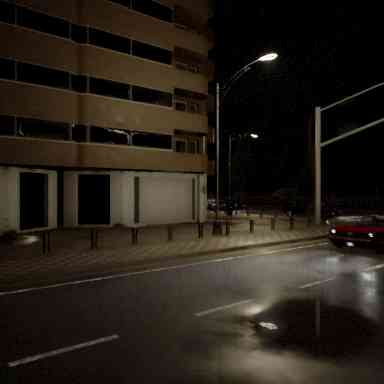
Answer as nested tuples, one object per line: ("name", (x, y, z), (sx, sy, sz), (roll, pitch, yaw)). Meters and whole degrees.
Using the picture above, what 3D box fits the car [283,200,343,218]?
("car", (10.514, 1.558, 29.955), (1.837, 1.490, 4.892), (0, 1, -36))

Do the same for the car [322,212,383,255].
("car", (7.645, 1.601, 13.440), (4.718, 1.301, 1.895), (0, 0, -34))

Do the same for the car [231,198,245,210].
("car", (4.884, 1.558, 43.730), (1.837, 1.490, 4.892), (0, 1, -36))

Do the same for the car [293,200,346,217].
("car", (12.573, 1.581, 33.115), (1.812, 1.442, 4.674), (0, 0, -36))

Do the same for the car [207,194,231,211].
("car", (1.909, 1.275, 41.870), (2.150, 2.045, 5.566), (0, 0, -36))
